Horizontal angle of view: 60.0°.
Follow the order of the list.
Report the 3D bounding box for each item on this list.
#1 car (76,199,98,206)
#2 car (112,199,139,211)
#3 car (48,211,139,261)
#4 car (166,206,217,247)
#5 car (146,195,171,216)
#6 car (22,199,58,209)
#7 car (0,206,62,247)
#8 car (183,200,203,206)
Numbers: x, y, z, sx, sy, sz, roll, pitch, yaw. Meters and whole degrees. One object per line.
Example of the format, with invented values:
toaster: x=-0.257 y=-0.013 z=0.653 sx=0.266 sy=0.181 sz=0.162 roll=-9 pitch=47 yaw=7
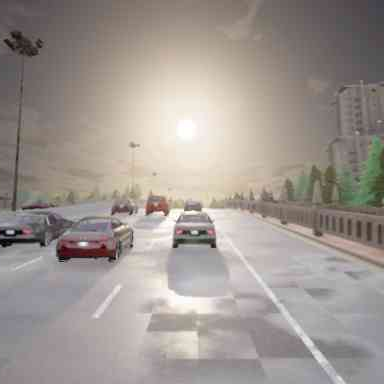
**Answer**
car: x=-14.091 y=1.692 z=44.831 sx=2.128 sy=1.511 sz=4.902 roll=0 pitch=-1 yaw=0
car: x=-6.904 y=1.467 z=34.722 sx=2.097 sy=1.767 sz=4.553 roll=0 pitch=0 yaw=0
car: x=-3.402 y=1.604 z=12.404 sx=1.994 sy=1.385 sz=4.181 roll=0 pitch=0 yaw=0
car: x=0.098 y=1.597 z=15.142 sx=2.033 sy=1.411 sz=5.357 roll=0 pitch=0 yaw=0
car: x=-3.404 y=1.335 z=34.042 sx=2.150 sy=2.045 sz=5.566 roll=0 pitch=0 yaw=0
car: x=-17.597 y=1.730 z=39.206 sx=1.895 sy=1.301 sz=4.718 roll=0 pitch=0 yaw=0
car: x=-6.902 y=1.597 z=15.187 sx=2.033 sy=1.411 sz=5.357 roll=0 pitch=0 yaw=0
car: x=0.096 y=1.621 z=35.013 sx=1.837 sy=1.490 sz=4.892 roll=0 pitch=0 yaw=0
